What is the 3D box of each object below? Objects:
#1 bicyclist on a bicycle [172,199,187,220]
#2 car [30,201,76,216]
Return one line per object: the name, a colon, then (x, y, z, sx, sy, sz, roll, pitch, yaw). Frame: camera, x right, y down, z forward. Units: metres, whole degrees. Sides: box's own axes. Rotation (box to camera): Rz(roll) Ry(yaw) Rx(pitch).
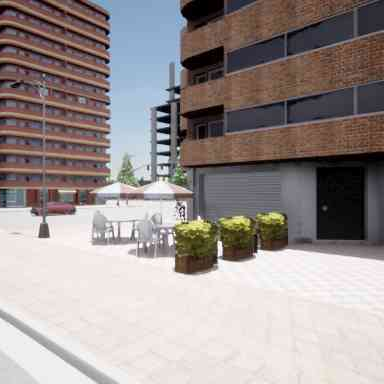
bicyclist on a bicycle: (-0.968, 1.356, 25.431, 1.656, 1.620, 0.582, 0, 0, 41)
car: (-13.650, 1.619, 32.927, 1.994, 1.385, 4.181, 0, 0, 42)
